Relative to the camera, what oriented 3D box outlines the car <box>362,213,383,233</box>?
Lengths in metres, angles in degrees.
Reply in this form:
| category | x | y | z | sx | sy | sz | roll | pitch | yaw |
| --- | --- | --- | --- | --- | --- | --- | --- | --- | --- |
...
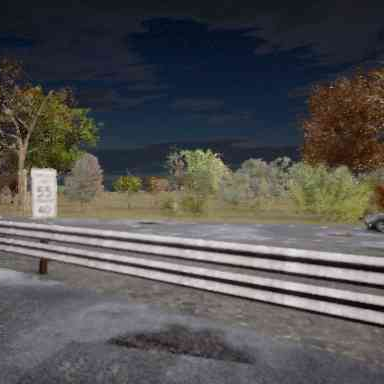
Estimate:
| category | x | y | z | sx | sy | sz | roll | pitch | yaw |
| --- | --- | --- | --- | --- | --- | --- | --- | --- | --- |
| car | 13.244 | 1.640 | 20.821 | 4.553 | 1.767 | 2.097 | 0 | 0 | 16 |
